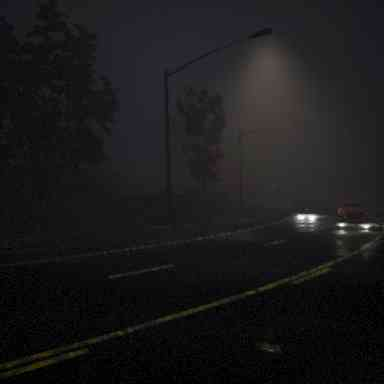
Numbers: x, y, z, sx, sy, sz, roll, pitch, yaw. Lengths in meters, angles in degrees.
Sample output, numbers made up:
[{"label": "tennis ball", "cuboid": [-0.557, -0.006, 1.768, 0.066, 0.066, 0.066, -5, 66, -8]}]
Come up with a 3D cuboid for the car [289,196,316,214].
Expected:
[{"label": "car", "cuboid": [12.499, 1.569, 37.080, 2.128, 1.511, 4.902, -1, -1, 11]}]

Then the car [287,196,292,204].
[{"label": "car", "cuboid": [20.238, 1.605, 66.222, 1.882, 1.535, 5.008, -1, 0, 7]}]

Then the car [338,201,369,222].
[{"label": "car", "cuboid": [12.587, 1.447, 26.032, 1.882, 1.535, 5.008, -1, 0, 23]}]
